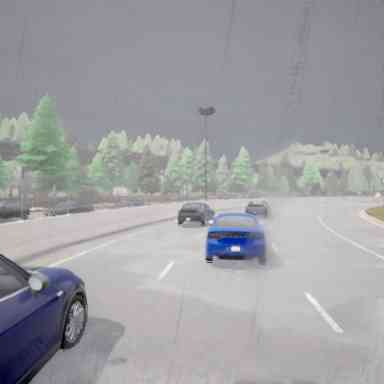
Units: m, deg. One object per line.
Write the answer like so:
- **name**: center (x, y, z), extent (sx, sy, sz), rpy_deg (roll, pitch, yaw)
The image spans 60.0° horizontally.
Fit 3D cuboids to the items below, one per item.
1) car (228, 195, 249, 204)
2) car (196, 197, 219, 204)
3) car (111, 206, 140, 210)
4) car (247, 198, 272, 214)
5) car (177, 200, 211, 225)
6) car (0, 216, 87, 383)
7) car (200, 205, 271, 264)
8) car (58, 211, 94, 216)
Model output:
- **car**: center (9.075, 1.445, 64.271), extent (1.882, 1.535, 5.008), rpy_deg (0, 0, 38)
- **car**: center (2.943, 1.538, 61.877), extent (1.895, 1.301, 4.718), rpy_deg (0, 0, 35)
- **car**: center (-5.509, 1.441, 28.840), extent (1.837, 1.490, 4.892), rpy_deg (0, 0, 17)
- **car**: center (5.898, 1.484, 29.372), extent (2.128, 1.511, 4.902), rpy_deg (0, 0, 19)
- **car**: center (0.383, 1.477, 23.388), extent (1.837, 1.490, 4.892), rpy_deg (0, 0, 15)
- **car**: center (-2.743, 1.334, 3.407), extent (2.097, 1.767, 4.553), rpy_deg (0, 0, 2)
- **car**: center (1.574, 1.470, 11.965), extent (1.882, 1.535, 5.008), rpy_deg (0, 0, 8)
- **car**: center (-9.761, 1.422, 26.740), extent (1.837, 1.490, 4.892), rpy_deg (0, 0, 16)
